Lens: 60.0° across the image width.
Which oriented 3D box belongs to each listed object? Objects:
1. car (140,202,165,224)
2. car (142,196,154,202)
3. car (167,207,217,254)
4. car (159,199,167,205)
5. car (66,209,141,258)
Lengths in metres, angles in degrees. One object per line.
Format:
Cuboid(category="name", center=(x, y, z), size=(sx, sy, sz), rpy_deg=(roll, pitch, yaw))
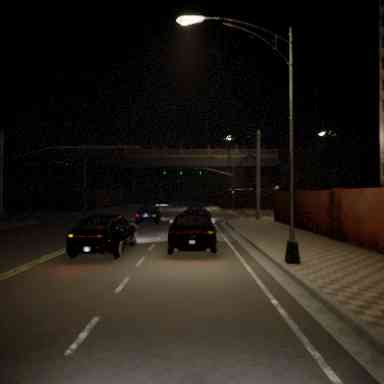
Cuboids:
Cuboid(category="car", center=(-3.580, 1.844, 27.514), size=(2.033, 1.411, 5.357), rpy_deg=(0, -1, -2))
Cuboid(category="car", center=(-10.533, 2.088, 79.999), size=(2.150, 2.045, 5.566), rpy_deg=(0, -1, 0))
Cuboid(category="car", center=(0.021, 1.632, 14.224), size=(1.882, 1.535, 5.008), rpy_deg=(0, 0, 0))
Cuboid(category="car", center=(-7.033, 2.416, 80.027), size=(1.994, 1.385, 4.181), rpy_deg=(0, -1, 0))
Cuboid(category="car", center=(-3.484, 1.654, 13.483), size=(1.837, 1.490, 4.892), rpy_deg=(0, 0, 0))
